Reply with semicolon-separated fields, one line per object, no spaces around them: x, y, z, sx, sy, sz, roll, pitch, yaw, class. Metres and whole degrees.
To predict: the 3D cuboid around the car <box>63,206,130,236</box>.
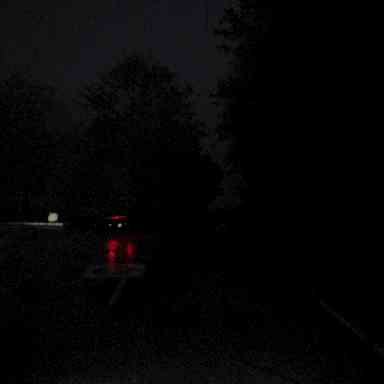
-5.535;1.565;18.855;4.902;1.511;2.128;-1;-2;42;car
